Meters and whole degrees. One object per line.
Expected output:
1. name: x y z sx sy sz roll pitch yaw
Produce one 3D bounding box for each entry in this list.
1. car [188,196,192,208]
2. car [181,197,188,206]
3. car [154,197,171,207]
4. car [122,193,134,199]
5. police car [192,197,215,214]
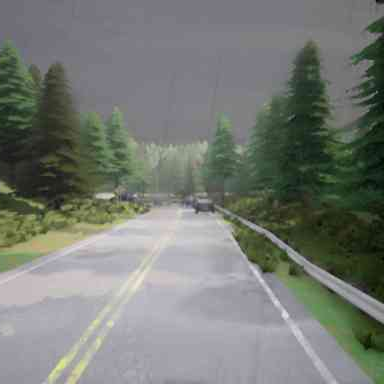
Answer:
1. car: 0.963 1.412 44.896 1.882 1.535 5.008 0 0 -6
2. car: -0.319 1.417 51.278 1.812 1.442 4.674 -1 1 -17
3. car: -4.371 1.461 48.913 2.128 1.511 4.902 -1 0 -16
4. car: -14.398 1.308 68.579 5.566 2.045 2.150 -2 3 33
5. police car: 1.261 1.388 34.777 1.930 1.638 5.238 0 0 -1
